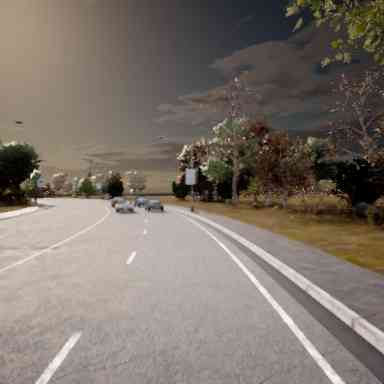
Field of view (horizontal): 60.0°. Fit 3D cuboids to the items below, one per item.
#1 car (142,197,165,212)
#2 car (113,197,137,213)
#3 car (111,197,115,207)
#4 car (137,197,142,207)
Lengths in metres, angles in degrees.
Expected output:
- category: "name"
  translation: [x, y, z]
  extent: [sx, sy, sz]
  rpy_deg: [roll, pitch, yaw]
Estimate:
- category: "car"
  translation: [-4.477, 1.531, 39.500]
  extent: [1.812, 1.442, 4.674]
  rpy_deg: [0, 0, -15]
- category: "car"
  translation: [-7.732, 1.610, 38.097]
  extent: [1.895, 1.301, 4.718]
  rpy_deg: [0, 0, -15]
- category: "car"
  translation: [-10.962, 1.490, 49.509]
  extent: [1.882, 1.535, 5.008]
  rpy_deg: [0, 0, -19]
- category: "car"
  translation: [-7.463, 1.535, 50.082]
  extent: [1.812, 1.442, 4.674]
  rpy_deg: [0, 0, -19]
